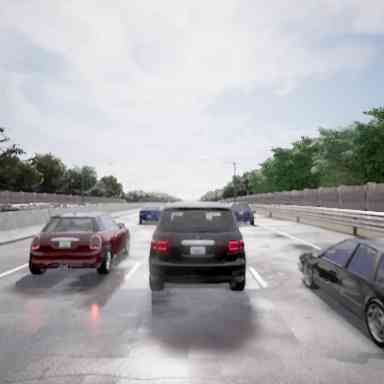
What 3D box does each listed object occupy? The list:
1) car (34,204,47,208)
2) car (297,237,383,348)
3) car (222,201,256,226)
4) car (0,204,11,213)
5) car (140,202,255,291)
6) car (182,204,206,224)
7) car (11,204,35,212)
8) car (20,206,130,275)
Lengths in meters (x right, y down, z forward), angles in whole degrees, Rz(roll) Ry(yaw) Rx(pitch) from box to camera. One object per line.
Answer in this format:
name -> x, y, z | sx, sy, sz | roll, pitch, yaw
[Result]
car -> -14.001, 2.086, 34.426 | 1.895, 1.301, 4.718 | 0, -1, 0
car -> 3.613, 1.572, 6.200 | 2.033, 1.411, 5.357 | 0, 0, 1
car -> 3.677, 1.663, 26.983 | 2.097, 1.767, 4.553 | 0, -1, 0
car -> -20.993, 2.033, 36.166 | 1.837, 1.490, 4.892 | 0, -1, 0
car -> 0.126, 1.268, 9.252 | 2.150, 2.045, 5.566 | 0, 0, 0
car -> 0.183, 1.820, 28.429 | 1.882, 1.535, 5.008 | 0, -1, 0
car -> -17.490, 2.043, 37.063 | 2.128, 1.511, 4.902 | 0, -1, 0
car -> -3.365, 1.413, 10.850 | 2.097, 1.767, 4.553 | 0, -1, -1
